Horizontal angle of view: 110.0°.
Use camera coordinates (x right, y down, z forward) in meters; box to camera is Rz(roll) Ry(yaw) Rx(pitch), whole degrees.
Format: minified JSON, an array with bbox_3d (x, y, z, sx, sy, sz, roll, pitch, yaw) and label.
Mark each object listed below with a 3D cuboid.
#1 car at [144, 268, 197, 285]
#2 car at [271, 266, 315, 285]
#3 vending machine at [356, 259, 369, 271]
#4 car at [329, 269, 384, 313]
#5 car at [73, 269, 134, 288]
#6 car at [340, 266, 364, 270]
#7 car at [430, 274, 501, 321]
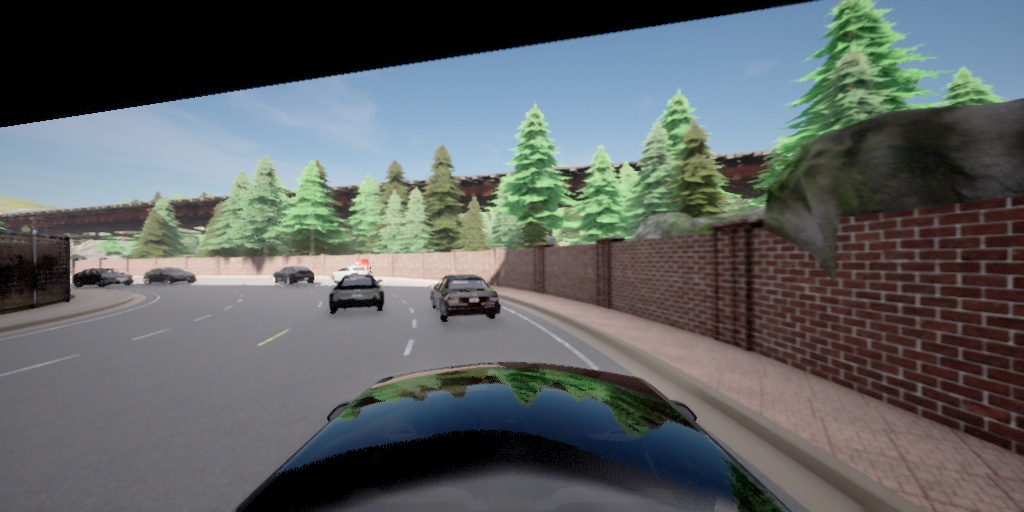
[{"bbox_3d":[-30.534,1.774,32.005,4.892,1.490,1.837,-1,-1,18],"label":"car"},{"bbox_3d":[-18.423,1.618,30.130,4.892,1.490,1.837,-1,-1,37],"label":"car"},{"bbox_3d":[-15.607,1.311,37.423,0.880,2.100,1.100,0,0,33],"label":"vending machine"},{"bbox_3d":[-6.496,1.459,15.171,1.994,1.385,4.181,0,0,-22],"label":"car"},{"bbox_3d":[-33.296,1.779,29.239,4.902,1.511,2.128,-1,0,17],"label":"car"},{"bbox_3d":[-13.903,1.589,31.006,4.674,1.442,1.812,-1,-1,41],"label":"car"},{"bbox_3d":[-1.853,1.376,13.010,2.033,1.411,5.357,-1,0,-17],"label":"car"}]
